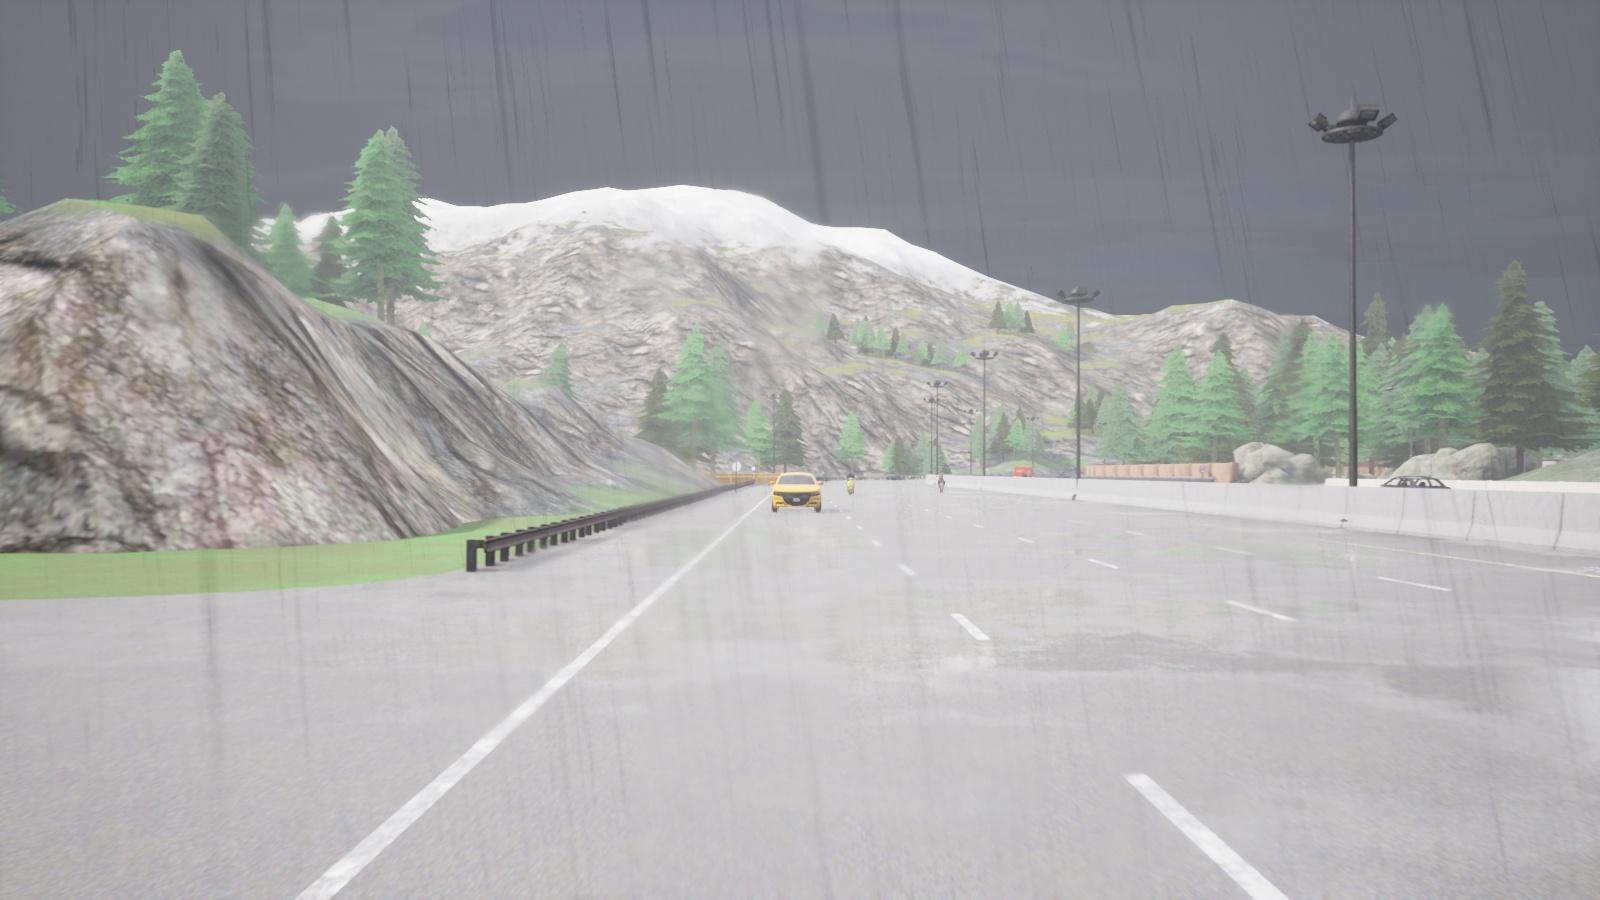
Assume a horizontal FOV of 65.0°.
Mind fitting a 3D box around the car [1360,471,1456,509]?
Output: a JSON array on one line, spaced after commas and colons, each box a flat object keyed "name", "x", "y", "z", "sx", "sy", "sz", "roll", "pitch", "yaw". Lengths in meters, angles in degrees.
[{"name": "car", "x": 24.378, "y": 1.576, "z": 50.493, "sx": 1.816, "sy": 1.474, "sz": 4.193, "roll": 0, "pitch": -1, "yaw": 0}]

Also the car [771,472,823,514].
[{"name": "car", "x": -0.117, "y": 1.605, "z": 48.518, "sx": 1.882, "sy": 1.535, "sz": 5.008, "roll": 0, "pitch": -1, "yaw": 0}]
